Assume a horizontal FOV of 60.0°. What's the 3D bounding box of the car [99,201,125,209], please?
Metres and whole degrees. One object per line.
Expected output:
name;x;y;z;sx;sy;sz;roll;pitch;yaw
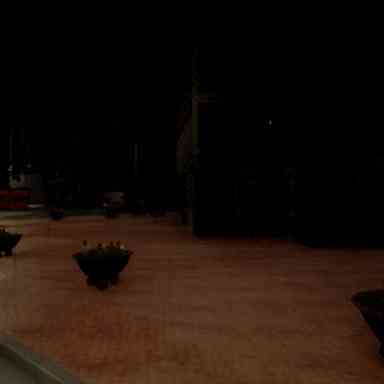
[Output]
car;-14.710;2.394;61.034;1.882;1.535;5.008;-1;-1;39
